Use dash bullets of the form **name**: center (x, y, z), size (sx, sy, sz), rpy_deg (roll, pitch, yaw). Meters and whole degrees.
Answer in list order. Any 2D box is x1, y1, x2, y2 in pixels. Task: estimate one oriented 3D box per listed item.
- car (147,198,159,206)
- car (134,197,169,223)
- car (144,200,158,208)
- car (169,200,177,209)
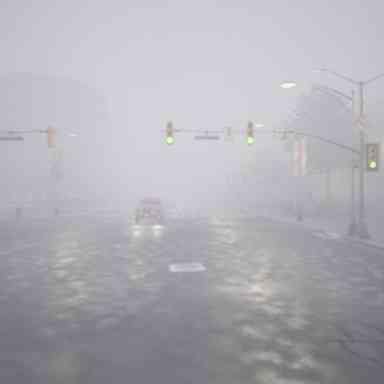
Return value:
- **car**: center (-8.212, 2.102, 69.253), size (1.812, 1.442, 4.674), rpy_deg (0, 0, -14)
- **car**: center (-3.495, 1.469, 28.467), size (2.150, 2.045, 5.566), rpy_deg (0, 0, 0)
- **car**: center (-7.079, 2.047, 57.814), size (1.994, 1.385, 4.181), rpy_deg (0, -1, 0)
- **car**: center (-3.401, 1.982, 52.939), size (2.033, 1.411, 5.357), rpy_deg (0, 0, 1)
